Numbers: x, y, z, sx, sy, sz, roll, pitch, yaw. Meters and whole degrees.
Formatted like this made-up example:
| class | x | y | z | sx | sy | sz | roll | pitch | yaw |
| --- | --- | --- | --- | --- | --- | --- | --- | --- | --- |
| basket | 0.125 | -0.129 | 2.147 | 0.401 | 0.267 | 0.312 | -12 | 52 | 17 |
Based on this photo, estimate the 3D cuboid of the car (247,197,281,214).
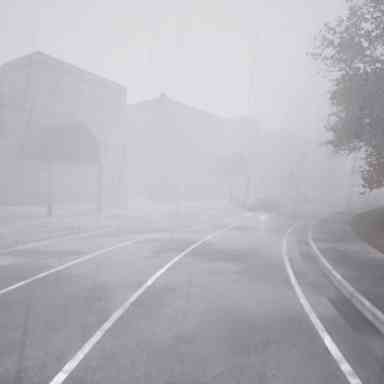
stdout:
| class | x | y | z | sx | sy | sz | roll | pitch | yaw |
| --- | --- | --- | --- | --- | --- | --- | --- | --- | --- |
| car | 7.083 | 1.251 | 32.447 | 1.837 | 1.490 | 4.892 | 0 | 1 | 38 |
